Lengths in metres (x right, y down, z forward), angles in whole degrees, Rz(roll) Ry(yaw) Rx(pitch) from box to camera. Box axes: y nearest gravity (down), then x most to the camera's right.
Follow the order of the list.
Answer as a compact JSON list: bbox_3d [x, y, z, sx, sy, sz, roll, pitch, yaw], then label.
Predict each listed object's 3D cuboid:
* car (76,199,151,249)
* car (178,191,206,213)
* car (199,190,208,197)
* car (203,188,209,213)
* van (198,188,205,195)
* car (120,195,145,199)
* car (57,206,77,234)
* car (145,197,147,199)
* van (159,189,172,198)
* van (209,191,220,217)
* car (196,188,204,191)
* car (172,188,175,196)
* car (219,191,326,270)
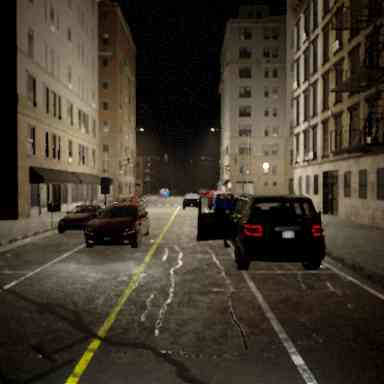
[{"bbox_3d":[-2.855,1.253,13.647,1.882,1.535,5.008,0,1,0],"label":"car"},{"bbox_3d":[0.009,0.944,33.374,2.128,1.511,4.902,0,1,1],"label":"car"},{"bbox_3d":[2.604,0.288,76.406,2.008,1.369,4.403,0,1,0],"label":"car"},{"bbox_3d":[2.595,0.762,33.631,2.192,1.841,5.009,0,1,0],"label":"car"},{"bbox_3d":[2.581,-0.101,87.214,1.690,1.788,3.998,0,1,0],"label":"van"},{"bbox_3d":[-5.424,1.084,28.115,1.887,1.381,4.507,0,1,0],"label":"car"},{"bbox_3d":[-5.410,1.302,17.094,1.802,1.307,4.206,0,1,0],"label":"car"},{"bbox_3d":[-5.430,1.014,33.625,1.947,1.339,4.313,0,1,0],"label":"car"},{"bbox_3d":[-5.490,0.260,65.581,1.690,1.788,3.998,0,1,0],"label":"van"},{"bbox_3d":[2.601,0.879,28.121,1.690,1.788,3.998,0,1,0],"label":"van"},{"bbox_3d":[2.616,0.143,70.997,2.192,1.841,5.009,0,1,0],"label":"car"},{"bbox_3d":[-5.501,0.305,76.395,1.947,1.339,4.313,0,1,0],"label":"car"},{"bbox_3d":[2.256,1.048,10.478,2.150,2.045,5.566,0,1,0],"label":"car"}]
